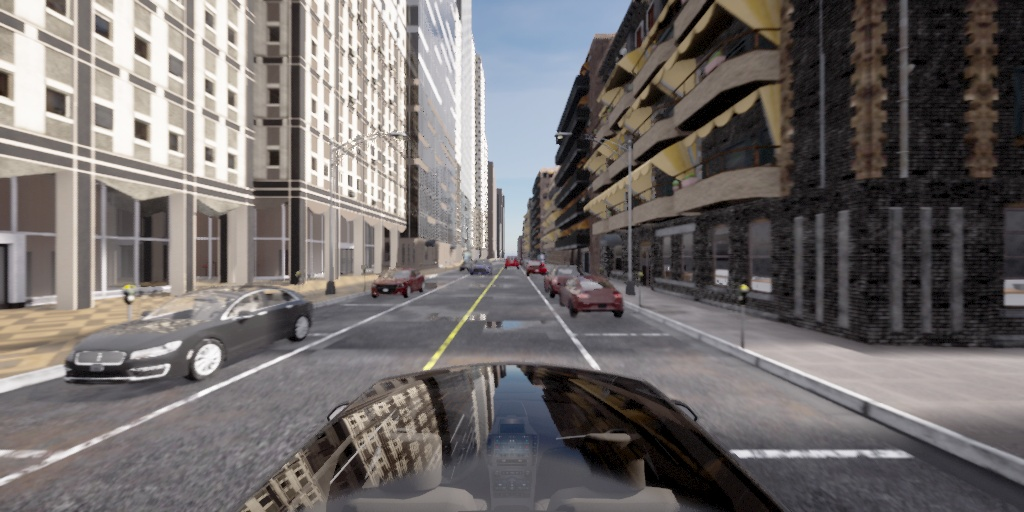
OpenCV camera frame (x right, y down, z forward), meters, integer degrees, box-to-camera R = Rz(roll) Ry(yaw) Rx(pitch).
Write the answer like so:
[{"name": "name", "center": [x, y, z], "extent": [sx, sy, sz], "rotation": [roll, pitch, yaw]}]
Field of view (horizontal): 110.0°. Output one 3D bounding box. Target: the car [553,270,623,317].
[{"name": "car", "center": [2.689, 1.329, 12.747], "extent": [1.802, 1.307, 4.207], "rotation": [0, 0, 0]}]

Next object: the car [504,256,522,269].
[{"name": "car", "center": [-0.008, 0.969, 54.456], "extent": [2.150, 2.045, 5.566], "rotation": [0, 0, 0]}]

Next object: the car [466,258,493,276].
[{"name": "car", "center": [-3.096, 1.095, 36.728], "extent": [2.097, 1.767, 4.553], "rotation": [0, 0, 0]}]

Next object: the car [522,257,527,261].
[{"name": "car", "center": [2.682, 1.299, 57.935], "extent": [2.007, 1.370, 4.403], "rotation": [0, 0, 0]}]

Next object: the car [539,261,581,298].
[{"name": "car", "center": [2.687, 1.186, 18.395], "extent": [1.967, 1.591, 4.097], "rotation": [0, 0, 0]}]

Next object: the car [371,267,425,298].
[{"name": "car", "center": [-5.693, 1.291, 18.394], "extent": [1.888, 1.381, 4.507], "rotation": [0, 0, 0]}]

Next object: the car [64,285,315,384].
[{"name": "car", "center": [-5.691, 1.299, 7.097], "extent": [2.007, 1.370, 4.403], "rotation": [0, 0, 0]}]

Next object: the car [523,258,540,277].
[{"name": "car", "center": [2.355, 1.222, 36.052], "extent": [1.882, 1.535, 5.008], "rotation": [0, 0, 0]}]

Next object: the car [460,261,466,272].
[{"name": "car", "center": [-5.697, 1.311, 46.636], "extent": [1.948, 1.339, 4.313], "rotation": [0, 0, 0]}]
